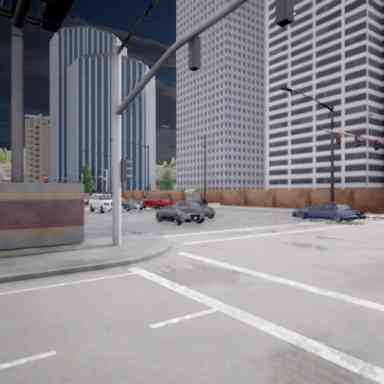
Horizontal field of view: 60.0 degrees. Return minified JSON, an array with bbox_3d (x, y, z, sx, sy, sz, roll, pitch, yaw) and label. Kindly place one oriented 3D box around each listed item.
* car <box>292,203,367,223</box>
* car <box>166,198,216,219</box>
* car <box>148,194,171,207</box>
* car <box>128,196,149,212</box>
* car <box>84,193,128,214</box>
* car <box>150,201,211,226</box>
[{"bbox_3d":[10.341,1.538,25.429,2.033,1.411,5.357,0,0,-35],"label":"car"},{"bbox_3d":[0.035,1.498,28.524,1.837,1.490,4.892,0,0,-35],"label":"car"},{"bbox_3d":[-4.465,1.213,41.319,2.150,2.045,5.566,0,0,-35],"label":"car"},{"bbox_3d":[-7.384,1.485,39.044,2.128,1.511,4.902,0,0,-35],"label":"car"},{"bbox_3d":[-9.321,1.215,35.714,2.150,2.045,5.566,0,0,-35],"label":"car"},{"bbox_3d":[-0.926,1.559,23.816,1.994,1.385,4.181,0,0,-35],"label":"car"}]
